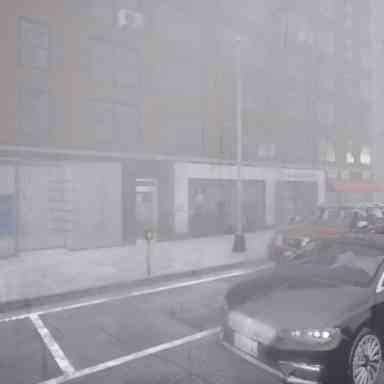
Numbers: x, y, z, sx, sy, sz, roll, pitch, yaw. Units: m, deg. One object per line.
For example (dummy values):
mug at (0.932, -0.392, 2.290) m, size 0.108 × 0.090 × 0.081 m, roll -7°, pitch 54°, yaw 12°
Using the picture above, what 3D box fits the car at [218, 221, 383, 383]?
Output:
car at (2.609, 1.470, 5.241) m, size 4.902 × 1.511 × 2.128 m, roll 0°, pitch 0°, yaw -36°

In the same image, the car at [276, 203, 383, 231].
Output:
car at (4.533, 1.276, 10.000) m, size 5.009 × 1.841 × 2.192 m, roll 0°, pitch 0°, yaw -36°
